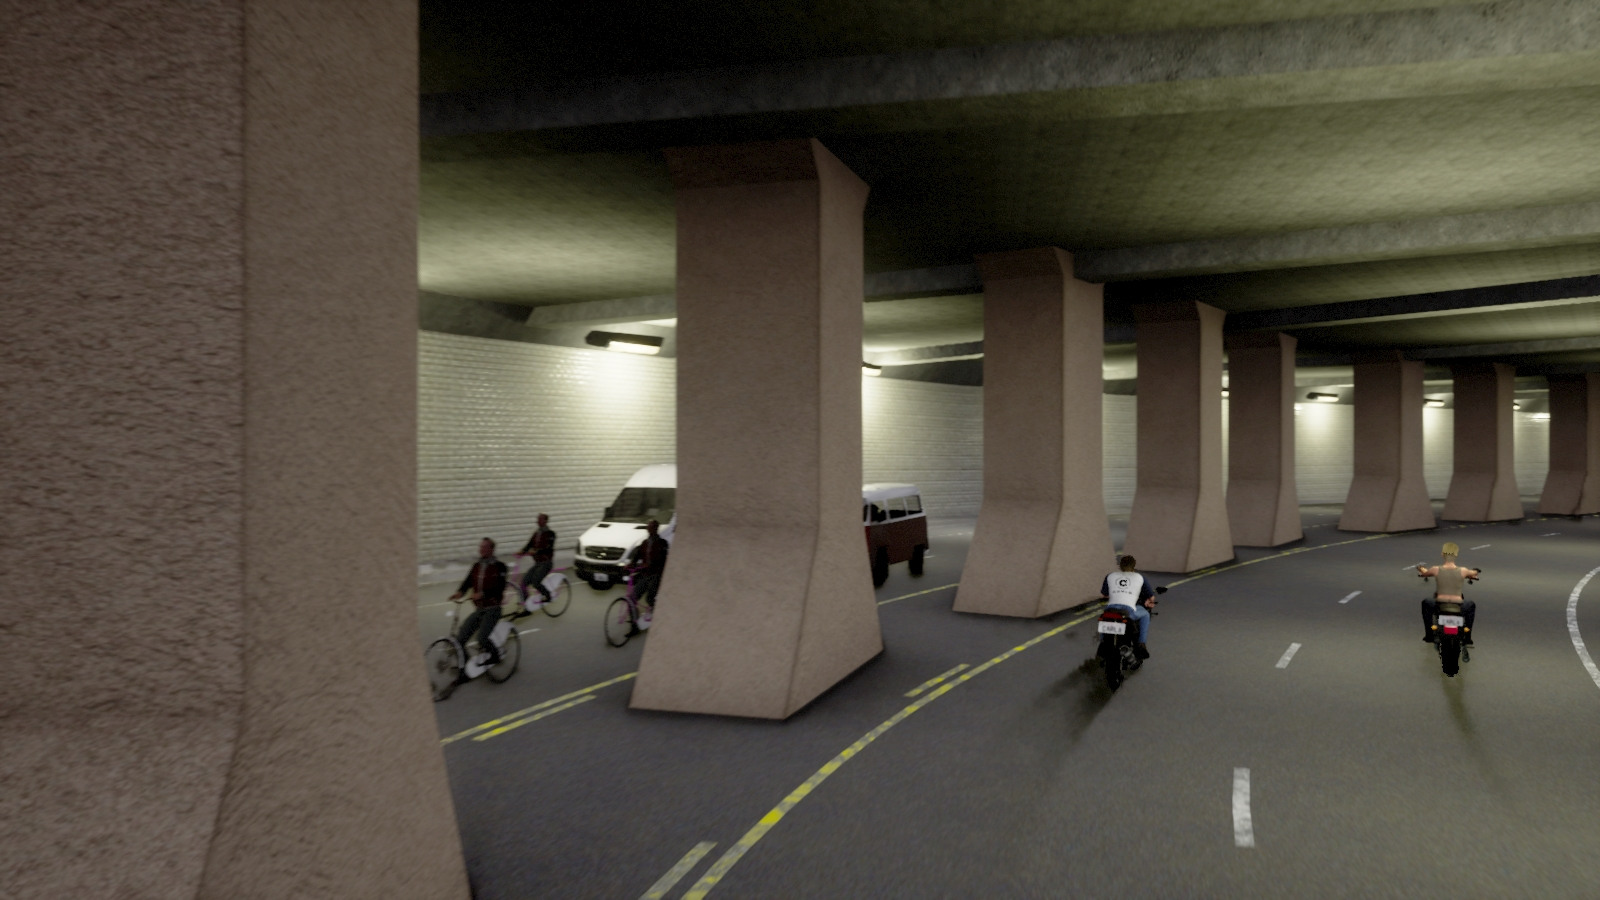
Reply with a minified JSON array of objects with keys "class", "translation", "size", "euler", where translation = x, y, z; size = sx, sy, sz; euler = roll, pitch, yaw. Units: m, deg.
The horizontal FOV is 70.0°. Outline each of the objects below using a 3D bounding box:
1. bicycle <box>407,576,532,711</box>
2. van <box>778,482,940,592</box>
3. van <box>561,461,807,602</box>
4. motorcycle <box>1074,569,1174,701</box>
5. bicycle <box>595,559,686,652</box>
[{"class":"bicycle","translation":[-3.762,2.168,13.148],"size":[0.329,1.251,1.835],"euler":[0,0,21]},{"class":"van","translation":[1.407,1.785,24.970],"size":[2.069,2.038,4.480],"euler":[0,0,24]},{"class":"van","translation":[-2.238,1.534,24.142],"size":[1.988,2.561,5.915],"euler":[0,0,31]},{"class":"motorcycle","translation":[3.955,2.178,13.834],"size":[0.803,1.224,2.033],"euler":[1,0,26]},{"class":"bicycle","translation":[-2.289,2.232,16.650],"size":[0.329,1.126,1.835],"euler":[0,0,27]}]
